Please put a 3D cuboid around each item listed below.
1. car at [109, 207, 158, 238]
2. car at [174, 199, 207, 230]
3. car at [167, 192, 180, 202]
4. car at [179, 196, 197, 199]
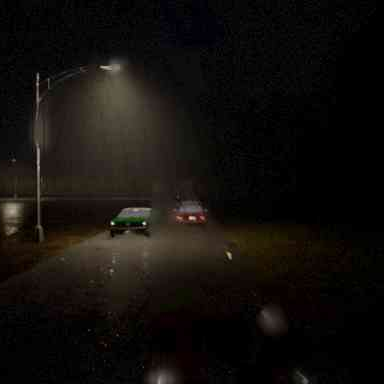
[{"bbox_3d":[-2.876,1.490,17.095,1.895,1.301,4.718,0,0,0],"label":"car"},{"bbox_3d":[-0.057,1.402,19.975,2.033,1.411,5.357,0,1,0],"label":"car"},{"bbox_3d":[-3.182,0.733,57.404,2.097,1.767,4.553,0,1,0],"label":"car"},{"bbox_3d":[-0.188,1.260,37.817,1.895,1.301,4.718,0,1,0],"label":"car"}]
